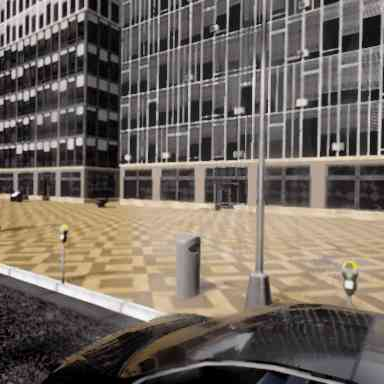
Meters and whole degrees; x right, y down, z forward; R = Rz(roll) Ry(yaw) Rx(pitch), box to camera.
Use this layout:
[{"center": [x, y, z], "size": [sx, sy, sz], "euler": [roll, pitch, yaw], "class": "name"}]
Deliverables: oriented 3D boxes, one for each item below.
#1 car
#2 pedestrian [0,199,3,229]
[{"center": [0.734, 1.553, 2.345], "size": [4.313, 1.339, 1.947], "euler": [1, 1, 35], "class": "car"}, {"center": [-9.577, 0.933, 16.368], "size": [0.375, 1.860, 0.375], "euler": [2, 1, 35], "class": "pedestrian"}]
